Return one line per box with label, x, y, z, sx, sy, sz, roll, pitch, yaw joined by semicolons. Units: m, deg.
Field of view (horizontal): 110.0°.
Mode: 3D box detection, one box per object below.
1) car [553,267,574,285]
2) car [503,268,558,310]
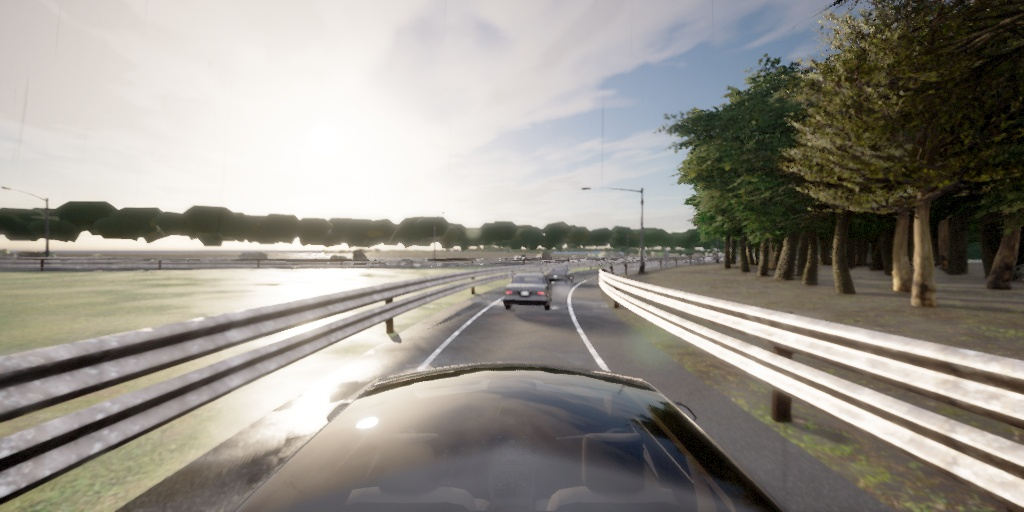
car;4.023;1.599;30.158;1.994;1.385;4.181;0;0;17
car;0.808;1.429;15.507;2.033;1.411;5.357;0;-1;8
